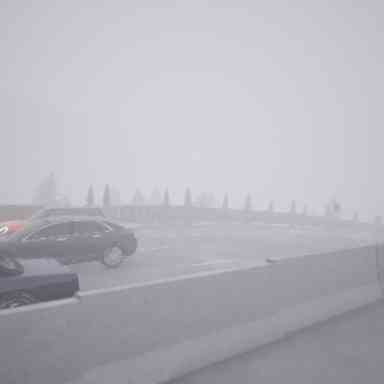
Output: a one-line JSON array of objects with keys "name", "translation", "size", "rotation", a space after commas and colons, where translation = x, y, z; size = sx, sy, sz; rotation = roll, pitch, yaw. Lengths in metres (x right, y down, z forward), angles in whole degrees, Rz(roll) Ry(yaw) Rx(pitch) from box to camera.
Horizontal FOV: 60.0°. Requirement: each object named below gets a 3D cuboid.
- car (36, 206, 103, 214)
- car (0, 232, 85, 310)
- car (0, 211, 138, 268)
[{"name": "car", "translation": [-5.380, 1.350, 13.052], "size": [4.553, 1.767, 2.097], "rotation": [1, 0, -36]}, {"name": "car", "translation": [-4.379, 1.599, 5.168], "size": [4.718, 1.301, 1.895], "rotation": [0, 0, -36]}, {"name": "car", "translation": [-3.982, 1.492, 9.750], "size": [4.892, 1.490, 1.837], "rotation": [0, 0, -35]}]
